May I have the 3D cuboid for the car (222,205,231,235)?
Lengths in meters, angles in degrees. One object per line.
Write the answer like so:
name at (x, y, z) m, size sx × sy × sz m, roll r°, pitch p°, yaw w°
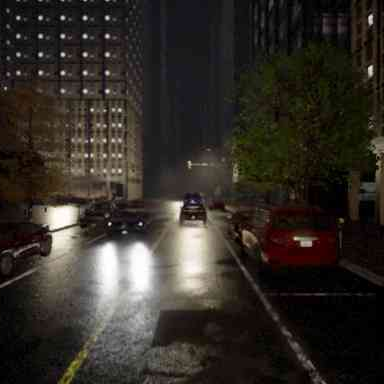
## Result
car at (2.677, 1.508, 15.710) m, size 1.887 × 1.381 × 4.507 m, roll 0°, pitch 0°, yaw 0°

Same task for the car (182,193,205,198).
car at (0.068, 1.125, 39.129) m, size 2.150 × 2.045 × 5.566 m, roll 0°, pitch -1°, yaw 0°

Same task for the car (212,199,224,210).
car at (2.794, 1.494, 37.807) m, size 1.802 × 1.307 × 4.206 m, roll 0°, pitch 0°, yaw 0°

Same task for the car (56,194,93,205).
car at (-18.637, 1.191, 51.757) m, size 5.009 × 1.841 × 2.192 m, roll 0°, pitch 0°, yaw 1°

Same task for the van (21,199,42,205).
van at (-24.178, 1.209, 51.811) m, size 3.998 × 1.788 × 1.690 m, roll 0°, pitch 0°, yaw 1°

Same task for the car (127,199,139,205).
car at (-5.768, 1.503, 26.748) m, size 1.947 × 1.339 × 4.313 m, roll 0°, pitch 0°, yaw 0°

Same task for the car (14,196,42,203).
car at (-29.637, 1.379, 60.248) m, size 4.206 × 1.307 × 1.802 m, roll 0°, pitch 0°, yaw 1°

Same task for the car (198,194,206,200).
car at (2.636, 1.341, 87.096) m, size 2.008 × 1.369 × 4.403 m, roll 0°, pitch 0°, yaw 0°

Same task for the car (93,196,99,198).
car at (-18.555, 1.364, 60.139) m, size 4.403 × 1.369 × 2.008 m, roll 0°, pitch 0°, yaw 1°

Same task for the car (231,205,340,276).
car at (2.679, 1.291, 10.185) m, size 2.192 × 1.841 × 5.009 m, roll 0°, pitch 0°, yaw 0°

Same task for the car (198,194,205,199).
car at (2.633, 1.326, 92.793) m, size 2.008 × 1.369 × 4.403 m, roll 0°, pitch 0°, yaw 0°

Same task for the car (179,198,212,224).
car at (0.085, 1.436, 23.873) m, size 2.128 × 1.511 × 4.902 m, roll 0°, pitch 0°, yaw 0°

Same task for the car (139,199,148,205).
car at (-5.844, 1.460, 36.425) m, size 1.887 × 1.381 × 4.507 m, roll 0°, pitch 0°, yaw 0°

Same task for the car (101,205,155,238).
car at (-3.109, 1.559, 17.630) m, size 1.895 × 1.301 × 4.718 m, roll 0°, pitch 0°, yaw 0°

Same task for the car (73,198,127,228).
car at (-5.707, 1.390, 21.225) m, size 1.967 × 1.590 × 4.097 m, roll 0°, pitch 0°, yaw 0°

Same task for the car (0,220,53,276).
car at (-5.700, 1.558, 10.177) m, size 1.802 × 1.307 × 4.206 m, roll 0°, pitch 0°, yaw 0°
